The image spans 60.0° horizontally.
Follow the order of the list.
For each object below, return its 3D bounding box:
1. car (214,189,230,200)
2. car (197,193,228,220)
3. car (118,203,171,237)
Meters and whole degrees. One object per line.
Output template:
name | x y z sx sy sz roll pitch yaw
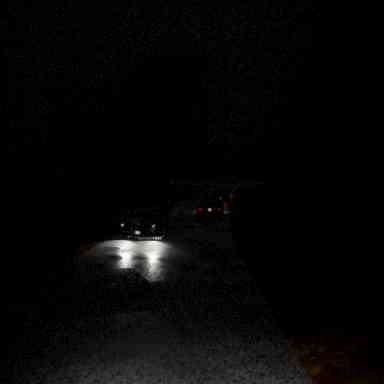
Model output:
car | 3.694 0.301 41.534 1.895 1.301 4.718 1 4 9
car | 1.371 1.109 23.870 2.033 1.411 5.357 0 2 5
car | -2.174 1.291 16.910 2.033 1.411 5.357 1 2 4
